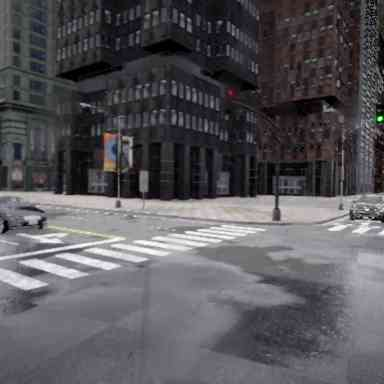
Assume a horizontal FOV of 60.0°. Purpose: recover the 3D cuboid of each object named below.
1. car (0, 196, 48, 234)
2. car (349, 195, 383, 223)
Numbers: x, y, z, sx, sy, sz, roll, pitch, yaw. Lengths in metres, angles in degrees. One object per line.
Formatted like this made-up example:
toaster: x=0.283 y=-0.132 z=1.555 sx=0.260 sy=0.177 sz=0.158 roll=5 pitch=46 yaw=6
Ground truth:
car: x=-8.618 y=0.942 z=15.411 sx=4.902 sy=1.511 sz=2.128 roll=2 pitch=2 yaw=37
car: x=12.194 y=1.005 z=22.588 sx=2.097 sy=1.767 sz=4.553 roll=2 pitch=2 yaw=36
